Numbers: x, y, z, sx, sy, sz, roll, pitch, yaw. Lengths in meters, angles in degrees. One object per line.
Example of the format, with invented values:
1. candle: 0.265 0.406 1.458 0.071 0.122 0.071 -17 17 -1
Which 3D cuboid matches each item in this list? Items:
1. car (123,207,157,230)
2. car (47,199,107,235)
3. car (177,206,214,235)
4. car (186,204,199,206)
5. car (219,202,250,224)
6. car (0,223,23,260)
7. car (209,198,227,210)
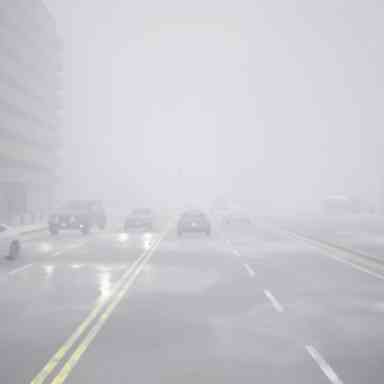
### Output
1. car: -3.497 1.814 23.189 1.837 1.490 4.892 0 -1 0
2. car: -7.023 1.476 21.043 2.150 2.045 5.566 0 -1 1
3. car: 0.103 1.812 20.483 1.994 1.385 4.181 0 -1 0
4. car: 0.082 2.099 41.331 1.895 1.301 4.718 0 -1 0
5. car: 3.603 1.859 27.600 1.812 1.442 4.674 0 -1 0
6. car: -7.086 1.652 10.387 1.812 1.442 4.674 0 -1 0
7. car: 3.595 1.763 44.978 2.150 2.045 5.566 0 -1 0
